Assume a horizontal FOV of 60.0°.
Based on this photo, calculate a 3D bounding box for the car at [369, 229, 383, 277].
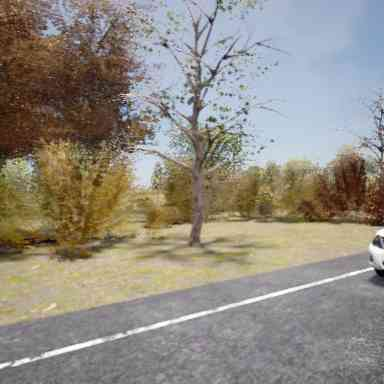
[{"bbox_3d":[7.113,1.234,9.078,5.566,2.045,2.150,0,0,-36],"label":"car"}]
